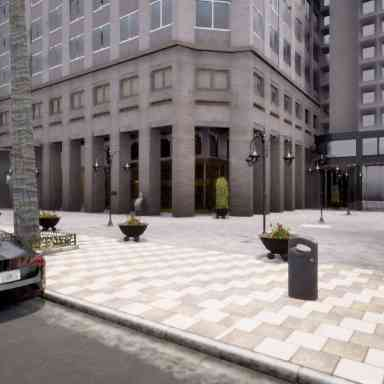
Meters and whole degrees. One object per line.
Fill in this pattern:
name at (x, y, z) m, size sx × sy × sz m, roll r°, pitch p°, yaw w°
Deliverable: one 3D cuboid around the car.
car at (-5.085, 1.513, 7.118) m, size 4.786 × 1.482 × 2.161 m, roll 0°, pitch 0°, yaw 35°
